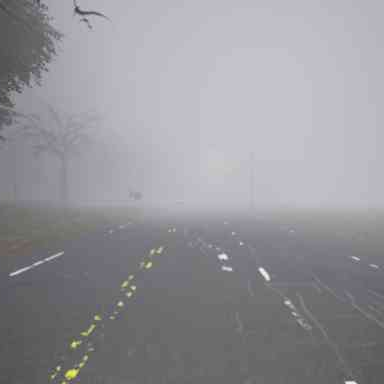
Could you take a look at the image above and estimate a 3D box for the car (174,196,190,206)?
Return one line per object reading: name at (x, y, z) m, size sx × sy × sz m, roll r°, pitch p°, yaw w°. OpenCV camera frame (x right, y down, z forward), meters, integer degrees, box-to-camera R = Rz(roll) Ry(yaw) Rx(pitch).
car at (-1.904, 1.500, 56.997) m, size 2.097 × 1.767 × 4.553 m, roll 0°, pitch -1°, yaw 2°
